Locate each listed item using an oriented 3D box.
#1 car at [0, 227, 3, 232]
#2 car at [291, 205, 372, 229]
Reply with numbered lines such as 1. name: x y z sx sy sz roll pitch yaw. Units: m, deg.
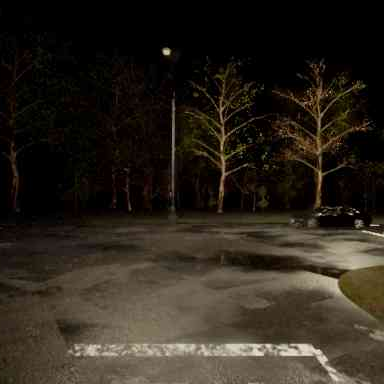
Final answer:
1. car: -10.985 1.539 14.488 4.718 1.301 1.895 1 0 1
2. car: 8.902 1.637 21.382 4.892 1.490 1.837 0 0 0
